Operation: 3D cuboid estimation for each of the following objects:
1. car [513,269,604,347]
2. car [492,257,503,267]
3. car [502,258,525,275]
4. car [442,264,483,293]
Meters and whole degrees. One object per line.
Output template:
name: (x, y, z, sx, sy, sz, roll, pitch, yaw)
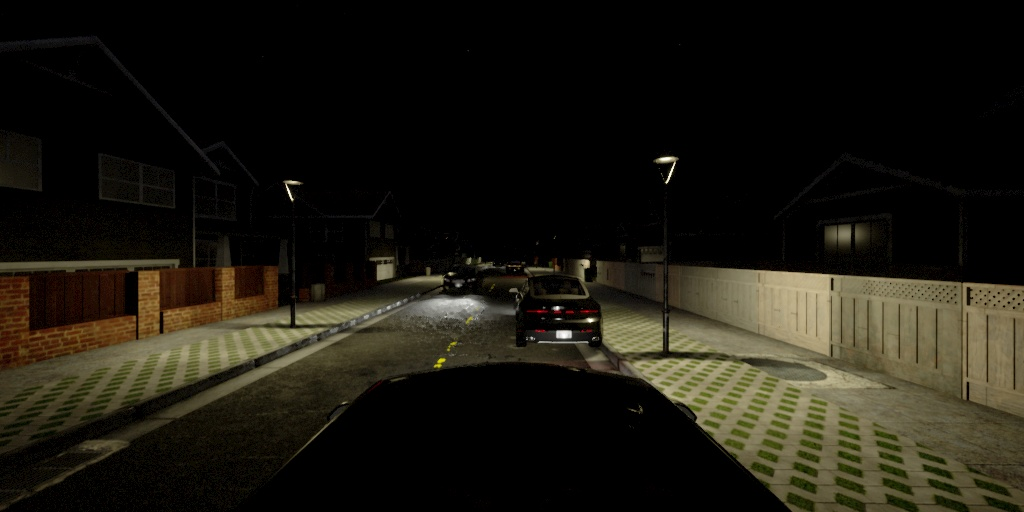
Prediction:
car: (1.010, 1.251, 9.264, 1.837, 1.490, 4.892, 0, 0, 0)
car: (-2.422, 1.165, 63.181, 1.837, 1.490, 4.892, 0, 0, 1)
car: (0.311, 1.196, 37.573, 2.128, 1.511, 4.902, 0, 0, 1)
car: (-2.725, 1.224, 20.704, 2.128, 1.511, 4.902, 0, 0, 0)
